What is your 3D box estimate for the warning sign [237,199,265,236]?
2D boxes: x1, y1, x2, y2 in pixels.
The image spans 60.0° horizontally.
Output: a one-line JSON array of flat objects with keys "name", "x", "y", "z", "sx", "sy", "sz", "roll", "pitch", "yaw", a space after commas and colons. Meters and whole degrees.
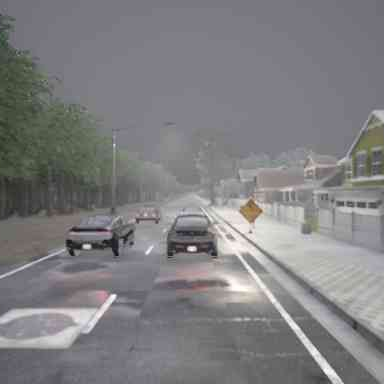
[{"name": "warning sign", "x": 3.050, "y": 1.283, "z": 17.319, "sx": 1.300, "sy": 1.860, "sz": 1.060, "roll": 0, "pitch": -1, "yaw": 0}]

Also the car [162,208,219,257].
[{"name": "car", "x": 0.020, "y": 1.639, "z": 13.498, "sx": 1.837, "sy": 1.490, "sz": 4.892, "roll": 0, "pitch": 0, "yaw": 0}]

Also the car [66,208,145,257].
[{"name": "car", "x": -3.481, "y": 1.625, "z": 13.505, "sx": 2.128, "sy": 1.511, "sz": 4.902, "roll": 0, "pitch": 0, "yaw": 0}]

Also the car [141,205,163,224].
[{"name": "car", "x": -3.489, "y": 1.811, "z": 27.519, "sx": 2.033, "sy": 1.411, "sz": 5.357, "roll": 0, "pitch": -1, "yaw": 0}]

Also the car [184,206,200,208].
[{"name": "car", "x": 0.017, "y": 1.871, "z": 28.246, "sx": 1.895, "sy": 1.301, "sz": 4.718, "roll": 0, "pitch": -1, "yaw": 0}]
